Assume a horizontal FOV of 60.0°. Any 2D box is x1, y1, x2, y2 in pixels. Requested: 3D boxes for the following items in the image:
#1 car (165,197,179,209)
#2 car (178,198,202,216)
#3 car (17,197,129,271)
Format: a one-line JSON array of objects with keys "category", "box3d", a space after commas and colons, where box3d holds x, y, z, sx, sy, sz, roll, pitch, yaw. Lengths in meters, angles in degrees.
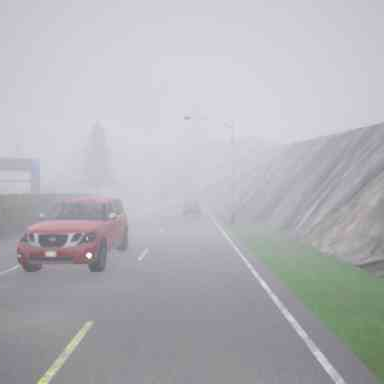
[{"category": "car", "box3d": [-2.343, 1.485, 45.658, 1.882, 1.535, 5.008, 0, 0, -18]}, {"category": "car", "box3d": [-0.054, 1.553, 32.382, 2.033, 1.411, 5.357, 0, 0, -2]}, {"category": "car", "box3d": [-3.586, 1.223, 11.223, 2.150, 2.045, 5.566, 0, 0, 0]}]
